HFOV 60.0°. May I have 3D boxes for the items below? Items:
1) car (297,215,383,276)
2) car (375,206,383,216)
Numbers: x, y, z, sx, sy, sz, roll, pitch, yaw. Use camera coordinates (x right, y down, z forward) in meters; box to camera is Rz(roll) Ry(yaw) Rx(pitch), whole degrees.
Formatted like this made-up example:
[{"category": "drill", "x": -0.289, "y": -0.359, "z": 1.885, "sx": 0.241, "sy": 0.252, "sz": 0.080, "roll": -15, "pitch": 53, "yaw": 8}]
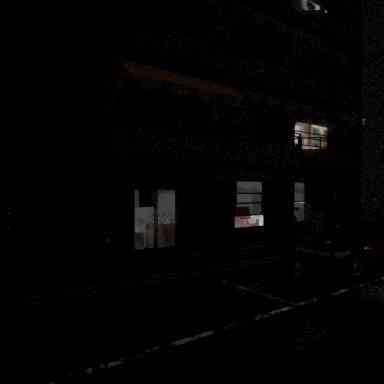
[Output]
[{"category": "car", "x": 5.055, "y": 1.582, "z": 10.245, "sx": 4.206, "sy": 1.307, "sz": 1.802, "roll": 0, "pitch": 0, "yaw": -36}, {"category": "car", "x": 18.962, "y": 1.701, "z": 29.347, "sx": 1.882, "sy": 1.535, "sz": 5.008, "roll": 0, "pitch": -1, "yaw": -39}]
